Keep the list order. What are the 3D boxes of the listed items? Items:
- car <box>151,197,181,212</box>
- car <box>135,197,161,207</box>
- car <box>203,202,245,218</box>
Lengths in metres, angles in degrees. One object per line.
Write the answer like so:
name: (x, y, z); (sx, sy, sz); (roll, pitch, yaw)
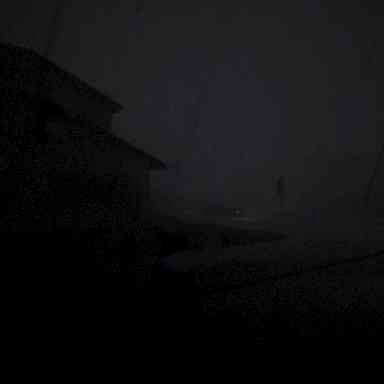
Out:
car: (-3.179, 1.505, 38.566); (1.837, 1.490, 4.892); (0, 0, -35)
car: (-6.771, 1.526, 50.817); (1.812, 1.442, 4.674); (0, 0, -36)
car: (2.802, 1.564, 30.098); (1.994, 1.385, 4.181); (0, 0, -35)
